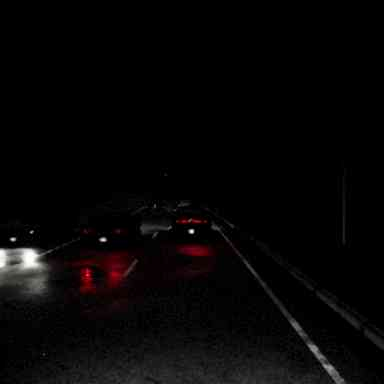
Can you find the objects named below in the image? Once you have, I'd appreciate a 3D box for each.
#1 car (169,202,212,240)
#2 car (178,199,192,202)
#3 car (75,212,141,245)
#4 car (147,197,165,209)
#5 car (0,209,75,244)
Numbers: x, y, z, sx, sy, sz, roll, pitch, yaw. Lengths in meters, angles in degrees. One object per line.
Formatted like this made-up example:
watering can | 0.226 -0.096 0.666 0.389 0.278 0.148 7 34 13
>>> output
car | -0.061 1.462 16.804 1.837 1.490 4.892 0 0 -1
car | -0.743 1.440 35.546 1.812 1.442 4.674 0 0 -3
car | -3.523 1.565 15.240 1.895 1.301 4.718 0 0 -1
car | -4.636 1.403 42.522 1.837 1.490 4.892 0 0 -4
car | -7.177 1.511 15.978 2.033 1.411 5.357 0 0 0
